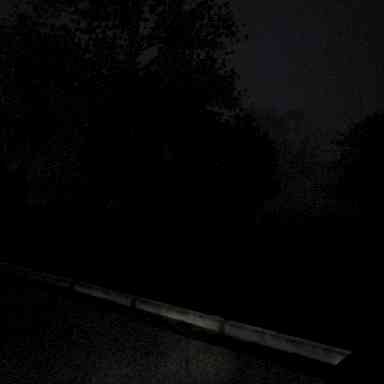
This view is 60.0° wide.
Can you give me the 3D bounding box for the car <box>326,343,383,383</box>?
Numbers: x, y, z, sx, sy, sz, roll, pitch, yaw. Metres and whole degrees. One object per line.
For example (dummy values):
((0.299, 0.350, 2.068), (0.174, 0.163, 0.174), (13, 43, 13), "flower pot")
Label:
((3.084, 1.476, 1.179), (5.008, 1.535, 1.882), (0, 0, 35), "car")
